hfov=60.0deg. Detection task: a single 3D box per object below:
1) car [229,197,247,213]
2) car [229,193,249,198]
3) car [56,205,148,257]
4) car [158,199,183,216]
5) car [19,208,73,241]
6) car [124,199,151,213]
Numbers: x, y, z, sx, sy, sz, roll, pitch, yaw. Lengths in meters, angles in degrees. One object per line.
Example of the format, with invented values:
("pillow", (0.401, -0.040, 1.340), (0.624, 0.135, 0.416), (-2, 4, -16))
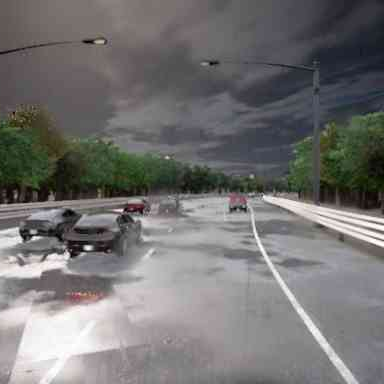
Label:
("car", (5.037, 1.535, 36.487), (1.895, 1.301, 4.718), (0, 0, 7))
("car", (6.188, 1.147, 45.270), (2.150, 2.045, 5.566), (0, 0, 7))
("car", (-3.132, 1.476, 12.741), (1.837, 1.490, 4.892), (0, 0, 2))
("car", (-2.022, 1.442, 32.021), (1.837, 1.490, 4.892), (0, 0, 5))
("car", (-6.509, 1.487, 16.138), (1.812, 1.442, 4.674), (0, 0, 2))
("car", (-5.417, 1.410, 33.412), (1.882, 1.535, 5.008), (0, 0, 5))
